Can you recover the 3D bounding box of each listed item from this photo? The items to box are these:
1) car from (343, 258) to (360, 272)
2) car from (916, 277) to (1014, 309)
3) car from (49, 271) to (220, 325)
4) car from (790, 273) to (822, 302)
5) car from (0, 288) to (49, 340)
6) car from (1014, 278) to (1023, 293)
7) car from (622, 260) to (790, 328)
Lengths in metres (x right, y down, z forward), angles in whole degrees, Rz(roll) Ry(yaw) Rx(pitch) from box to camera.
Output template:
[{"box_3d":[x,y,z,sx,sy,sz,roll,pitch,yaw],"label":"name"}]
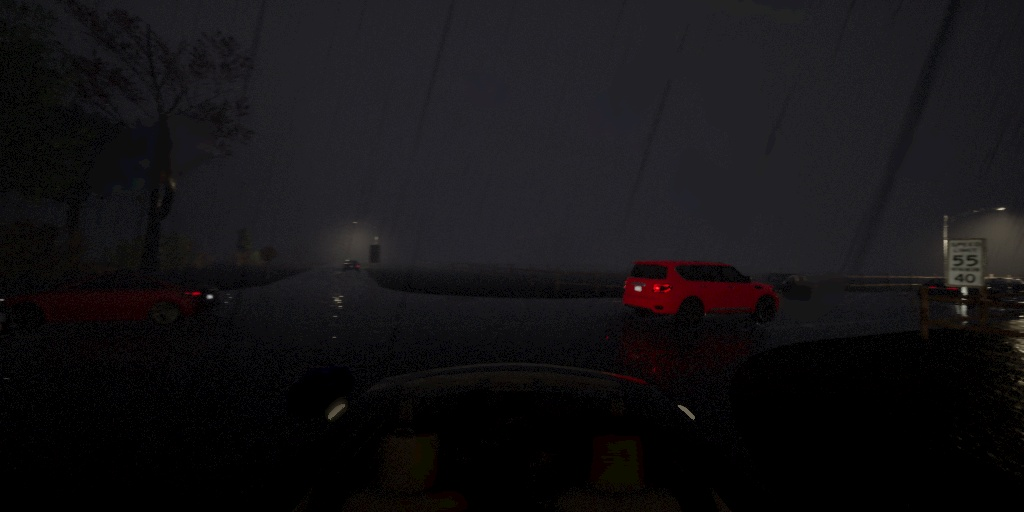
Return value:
[{"box_3d":[-19.529,1.211,43.649,2.033,1.411,5.357,2,-1,-24],"label":"car"},{"box_3d":[23.961,1.900,19.195,4.902,1.511,2.128,1,0,-22],"label":"car"},{"box_3d":[-10.747,1.117,9.851,4.181,1.385,1.994,2,0,-20],"label":"car"},{"box_3d":[14.497,1.685,19.409,4.902,1.511,2.128,1,0,-22],"label":"car"},{"box_3d":[-11.619,0.996,5.607,4.902,1.511,2.128,1,0,-20],"label":"car"},{"box_3d":[39.764,2.423,29.185,4.718,1.301,1.895,1,0,-20],"label":"car"},{"box_3d":[6.469,1.188,12.310,5.566,2.045,2.150,1,0,-21],"label":"car"}]
